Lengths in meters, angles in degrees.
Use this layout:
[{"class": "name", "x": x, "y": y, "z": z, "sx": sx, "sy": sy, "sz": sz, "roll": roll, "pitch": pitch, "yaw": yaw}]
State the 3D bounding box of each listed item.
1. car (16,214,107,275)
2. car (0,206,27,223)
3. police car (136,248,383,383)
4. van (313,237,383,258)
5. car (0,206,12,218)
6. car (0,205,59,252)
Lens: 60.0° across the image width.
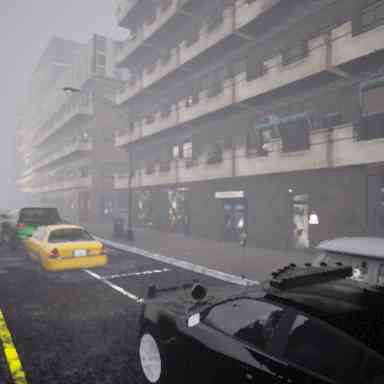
[{"class": "car", "x": -4.659, "y": 1.784, "z": 11.665, "sx": 1.801, "sy": 1.575, "sz": 5.366, "roll": 2, "pitch": -2, "yaw": -35}, {"class": "car", "x": -19.109, "y": 2.354, "z": 35.534, "sx": 1.967, "sy": 1.590, "sz": 4.097, "roll": 3, "pitch": -3, "yaw": -35}, {"class": "police car", "x": 1.091, "y": 1.559, "z": 3.388, "sx": 1.930, "sy": 1.638, "sz": 5.238, "roll": 2, "pitch": -2, "yaw": -35}, {"class": "van", "x": 3.050, "y": 1.508, "z": 3.641, "sx": 1.690, "sy": 1.788, "sz": 3.998, "roll": 3, "pitch": -3, "yaw": -35}, {"class": "car", "x": -25.539, "y": 2.654, "z": 44.783, "sx": 1.752, "sy": 1.417, "sz": 4.829, "roll": 3, "pitch": -3, "yaw": -35}, {"class": "car", "x": -7.988, "y": 1.666, "z": 16.469, "sx": 2.150, "sy": 2.045, "sz": 5.566, "roll": 2, "pitch": -2, "yaw": -35}]
